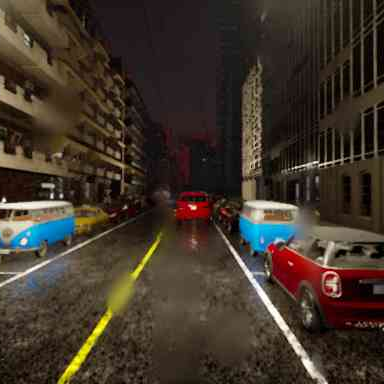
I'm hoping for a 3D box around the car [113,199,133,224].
[{"bbox_3d":[-5.624,1.414,23.217,1.802,1.307,4.206,1,0,0],"label":"car"}]

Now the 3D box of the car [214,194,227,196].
[{"bbox_3d":[2.737,1.065,34.394,2.192,1.841,5.009,1,0,0],"label":"car"}]

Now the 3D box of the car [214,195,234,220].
[{"bbox_3d":[2.726,1.271,23.300,1.967,1.590,4.097,1,0,0],"label":"car"}]

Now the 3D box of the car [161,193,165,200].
[{"bbox_3d":[-5.602,1.211,50.951,1.802,1.307,4.206,1,0,0],"label":"car"}]

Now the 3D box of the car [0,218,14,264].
[{"bbox_3d":[-5.680,1.479,6.407,1.752,1.417,4.829,1,0,0],"label":"car"}]

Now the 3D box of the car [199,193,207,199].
[{"bbox_3d":[2.772,0.927,84.324,1.887,1.381,4.507,1,0,0],"label":"car"}]

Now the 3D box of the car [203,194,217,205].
[{"bbox_3d":[2.748,1.068,51.038,1.967,1.590,4.097,1,0,0],"label":"car"}]

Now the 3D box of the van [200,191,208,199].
[{"bbox_3d":[2.772,0.765,78.775,1.690,1.788,3.998,1,0,0],"label":"van"}]

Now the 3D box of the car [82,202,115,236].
[{"bbox_3d":[-5.628,1.399,17.500,1.752,1.417,4.829,1,0,0],"label":"car"}]

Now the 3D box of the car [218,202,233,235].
[{"bbox_3d":[2.719,1.437,17.753,1.947,1.339,4.313,1,0,0],"label":"car"}]

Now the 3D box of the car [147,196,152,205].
[{"bbox_3d":[-5.615,1.277,34.140,1.752,1.417,4.829,1,0,0],"label":"car"}]

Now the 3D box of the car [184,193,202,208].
[{"bbox_3d":[0.133,1.049,41.569,2.097,1.767,4.553,0,0,0],"label":"car"}]

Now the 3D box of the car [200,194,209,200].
[{"bbox_3d":[2.763,1.046,73.229,1.802,1.307,4.206,1,0,0],"label":"car"}]

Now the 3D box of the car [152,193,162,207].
[{"bbox_3d":[-5.606,1.236,45.404,1.947,1.339,4.313,1,0,0],"label":"car"}]

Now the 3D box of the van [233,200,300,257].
[{"bbox_3d":[2.719,1.253,12.203,1.690,1.788,3.998,1,0,0],"label":"van"}]

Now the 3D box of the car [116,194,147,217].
[{"bbox_3d":[-5.615,1.106,28.762,2.192,1.841,5.009,1,0,0],"label":"car"}]

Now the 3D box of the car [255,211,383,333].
[{"bbox_3d":[2.712,1.392,6.656,1.967,1.590,4.097,1,0,0],"label":"car"}]

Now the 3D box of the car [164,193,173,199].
[{"bbox_3d":[-5.580,1.006,78.683,1.802,1.307,4.206,1,0,0],"label":"car"}]

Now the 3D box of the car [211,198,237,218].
[{"bbox_3d":[2.728,1.315,29.018,1.752,1.417,4.829,1,0,0],"label":"car"}]

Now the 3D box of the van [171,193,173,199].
[{"bbox_3d":[-5.579,0.806,73.134,1.690,1.788,3.998,1,0,0],"label":"van"}]

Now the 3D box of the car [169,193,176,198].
[{"bbox_3d":[-5.567,0.883,95.323,1.802,1.307,4.206,1,0,0],"label":"car"}]

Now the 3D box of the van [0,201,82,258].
[{"bbox_3d":[-5.636,1.254,12.123,1.690,1.788,3.998,1,0,0],"label":"van"}]

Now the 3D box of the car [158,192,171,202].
[{"bbox_3d":[-5.588,0.862,62.041,2.192,1.841,5.009,1,0,0],"label":"car"}]

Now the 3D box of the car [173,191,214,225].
[{"bbox_3d":[0.121,1.056,22.743,2.150,2.045,5.566,0,0,1],"label":"car"}]
